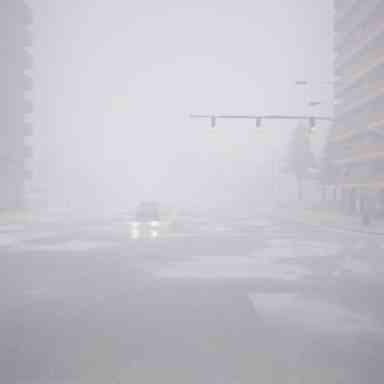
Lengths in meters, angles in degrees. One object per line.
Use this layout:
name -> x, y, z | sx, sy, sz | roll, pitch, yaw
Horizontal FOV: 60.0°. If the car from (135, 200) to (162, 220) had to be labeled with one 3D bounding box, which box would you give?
car -> -3.580, 1.475, 28.015 | 1.837, 1.490, 4.892 | 0, 0, 0
